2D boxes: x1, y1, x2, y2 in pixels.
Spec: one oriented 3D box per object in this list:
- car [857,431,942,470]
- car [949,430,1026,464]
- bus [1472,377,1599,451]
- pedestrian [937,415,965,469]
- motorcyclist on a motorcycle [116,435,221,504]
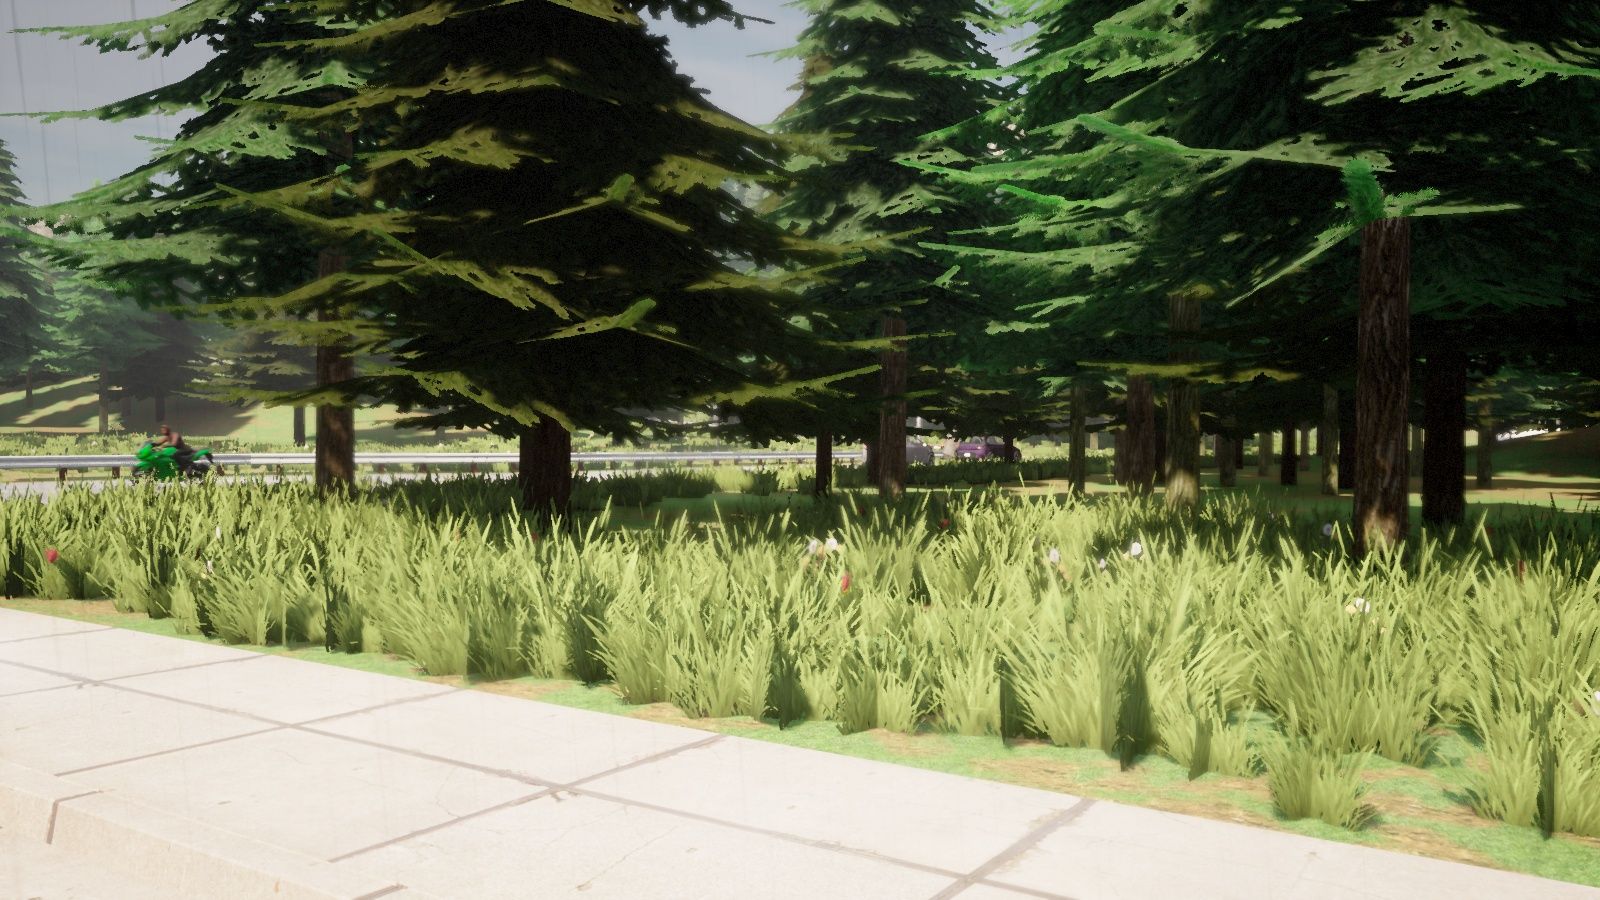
[{"bbox_3d":[4.080,-0.017,51.140,1.845,1.501,3.633,0,1,35],"label":"car"},{"bbox_3d":[8.648,-0.148,57.729,1.816,1.474,4.193,0,1,35],"label":"car"},{"bbox_3d":[45.577,-2.098,74.194,10.273,4.253,3.944,0,1,29],"label":"bus"},{"bbox_3d":[5.522,-0.309,45.827,0.659,1.952,0.873,0,1,38],"label":"pedestrian"},{"bbox_3d":[-14.582,0.422,29.058,0.797,1.523,2.044,0,1,33],"label":"motorcyclist on a motorcycle"}]
